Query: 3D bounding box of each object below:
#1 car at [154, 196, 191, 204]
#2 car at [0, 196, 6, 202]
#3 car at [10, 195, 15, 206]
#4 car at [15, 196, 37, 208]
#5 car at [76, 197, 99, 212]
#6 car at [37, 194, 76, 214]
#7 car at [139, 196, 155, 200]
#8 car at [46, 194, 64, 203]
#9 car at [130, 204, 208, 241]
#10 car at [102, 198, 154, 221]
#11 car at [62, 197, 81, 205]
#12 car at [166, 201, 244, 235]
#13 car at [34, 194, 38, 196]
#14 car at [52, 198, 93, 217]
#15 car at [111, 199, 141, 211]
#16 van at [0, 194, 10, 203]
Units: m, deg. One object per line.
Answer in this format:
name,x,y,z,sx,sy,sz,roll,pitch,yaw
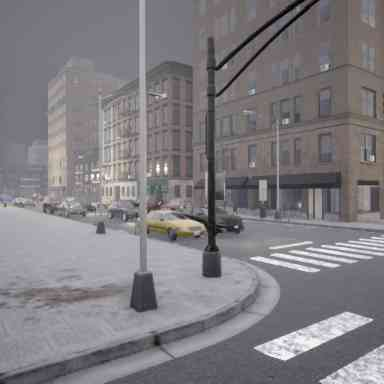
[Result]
car,-1.414,1.415,31.131,1.967,1.590,4.097,0,0,-36
car,-44.411,1.558,76.898,2.008,1.369,4.403,0,0,-36
car,-27.723,1.535,53.820,1.752,1.417,4.829,0,0,-36
car,-24.505,1.592,49.370,1.802,1.307,4.206,0,0,-36
car,-12.536,1.354,37.176,2.097,1.767,4.553,0,0,-36
car,-14.553,1.328,35.605,2.192,1.841,5.009,0,0,-36
car,-4.732,1.289,35.719,2.192,1.841,5.009,0,0,-36
car,-27.956,1.283,67.835,2.192,1.841,5.009,0,0,-36
car,-1.182,1.542,17.115,1.752,1.417,4.829,0,0,-36
car,-5.312,1.507,27.159,1.837,1.490,4.892,0,0,-36
car,-21.320,1.520,58.660,2.008,1.369,4.403,0,0,-36
car,0.775,1.482,18.743,1.882,1.535,5.008,0,0,-36
car,-34.590,1.533,77.012,1.947,1.339,4.313,0,0,-36
car,-11.235,1.565,31.018,2.008,1.369,4.403,0,0,-36
car,-8.049,1.539,40.308,1.947,1.339,4.313,0,0,-36
van,-37.777,1.349,67.721,1.690,1.788,3.998,0,0,-36
